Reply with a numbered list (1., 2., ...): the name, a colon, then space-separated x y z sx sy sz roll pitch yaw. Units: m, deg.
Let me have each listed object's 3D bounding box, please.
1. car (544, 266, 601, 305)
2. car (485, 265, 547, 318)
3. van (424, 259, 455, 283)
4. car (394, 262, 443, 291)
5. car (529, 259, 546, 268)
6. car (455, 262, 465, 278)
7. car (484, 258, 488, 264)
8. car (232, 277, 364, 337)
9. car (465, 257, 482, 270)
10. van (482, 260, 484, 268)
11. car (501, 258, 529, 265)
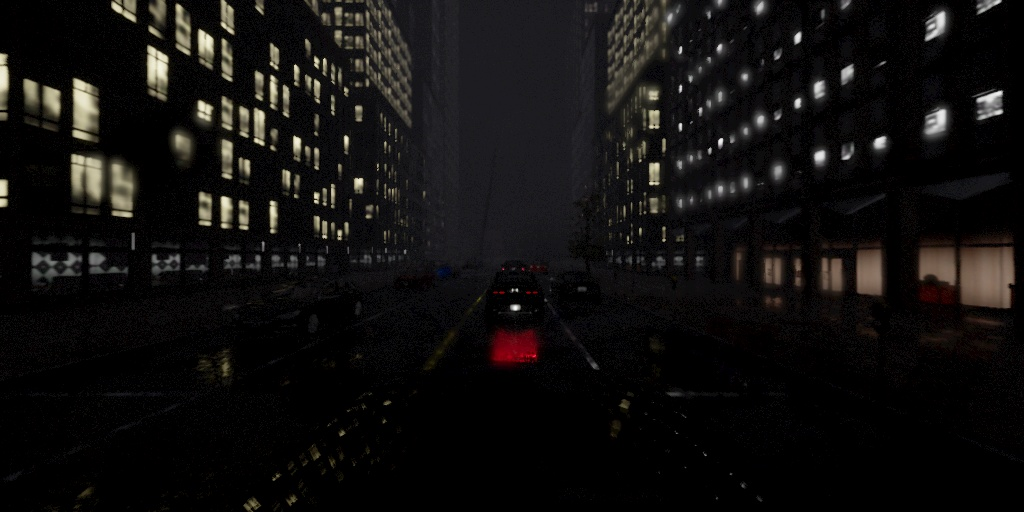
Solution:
1. car: 2.690 1.307 15.821 1.948 1.339 4.313 0 0 0
2. car: 0.099 1.248 12.887 1.837 1.490 4.892 0 0 0
3. van: -5.691 1.073 27.219 1.690 1.789 3.998 0 0 0
4. car: -5.691 1.282 21.526 1.888 1.381 4.507 0 0 0
5. car: 2.691 1.161 38.589 1.967 1.591 4.097 0 0 0
6. car: -5.690 1.309 32.911 1.802 1.307 4.207 0 0 0
7. car: -5.690 1.261 61.373 1.948 1.339 4.313 0 0 0
8. car: -5.691 1.295 10.142 2.007 1.370 4.403 0 0 0
9. car: -5.690 1.148 49.987 1.967 1.591 4.097 0 0 0
10. van: -5.690 1.043 55.680 1.690 1.789 3.998 0 0 0
11. car: 0.099 1.081 30.371 2.097 1.767 4.553 0 0 0
